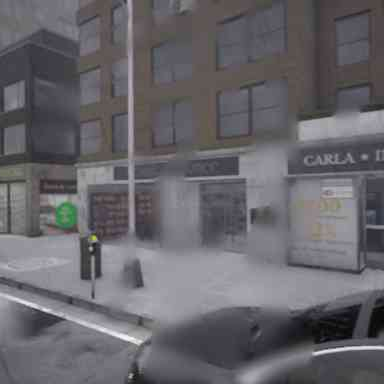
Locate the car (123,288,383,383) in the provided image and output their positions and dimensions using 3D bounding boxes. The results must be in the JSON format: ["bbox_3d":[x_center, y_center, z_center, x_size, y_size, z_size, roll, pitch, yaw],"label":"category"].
[{"bbox_3d":[1.609,1.503,2.280,4.892,1.490,1.837,-1,-1,36],"label":"car"}]
